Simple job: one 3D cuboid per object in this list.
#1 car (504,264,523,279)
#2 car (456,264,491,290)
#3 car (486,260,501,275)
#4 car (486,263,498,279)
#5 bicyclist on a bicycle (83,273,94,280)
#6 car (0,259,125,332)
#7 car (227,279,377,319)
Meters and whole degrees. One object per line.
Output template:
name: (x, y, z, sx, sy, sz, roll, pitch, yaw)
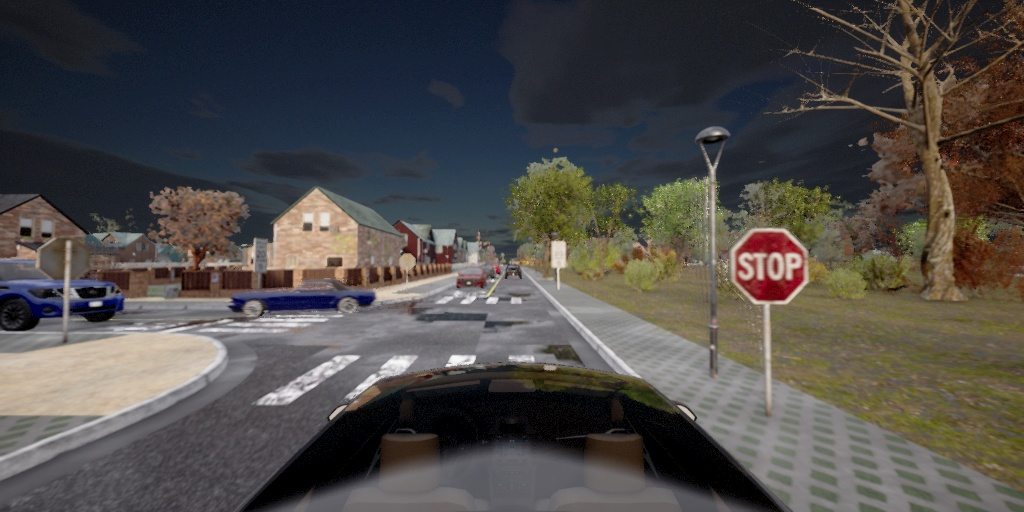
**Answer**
car: (0.155, 1.766, 40.877, 1.837, 1.490, 4.892, 0, -1, 0)
car: (-2.818, 1.535, 26.031, 1.882, 1.535, 5.008, 0, -1, 0)
car: (-2.749, 1.633, 51.198, 2.150, 2.045, 5.566, 0, -1, 0)
car: (-2.794, 1.744, 39.212, 1.837, 1.490, 4.892, 0, -1, 0)
bicyclist on a bicycle: (-20.213, 1.389, 16.758, 0.582, 1.620, 1.656, 0, -2, 2)
car: (-15.096, 1.078, 10.737, 5.566, 2.045, 2.150, 0, -2, 2)
car: (-7.690, 1.554, 13.582, 4.718, 1.301, 1.895, 1, -2, -25)
